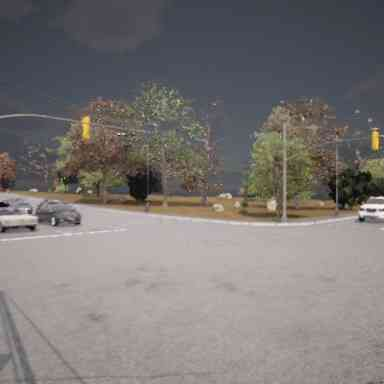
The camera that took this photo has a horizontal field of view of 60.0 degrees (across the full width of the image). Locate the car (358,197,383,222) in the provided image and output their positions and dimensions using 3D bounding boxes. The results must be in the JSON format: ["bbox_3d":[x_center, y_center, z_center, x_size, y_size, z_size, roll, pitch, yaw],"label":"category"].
[{"bbox_3d":[15.827,1.415,27.888,2.150,2.045,5.566,0,0,44],"label":"car"}]

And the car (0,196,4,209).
[{"bbox_3d":[-23.122,1.086,37.783,1.895,1.301,4.718,0,2,-44],"label":"car"}]

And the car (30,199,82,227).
[{"bbox_3d":[-9.564,1.540,23.742,1.837,1.490,4.892,0,0,-44],"label":"car"}]

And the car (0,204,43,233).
[{"bbox_3d":[-11.044,1.631,20.237,1.895,1.301,4.718,0,0,-44],"label":"car"}]

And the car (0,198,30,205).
[{"bbox_3d":[-16.124,1.340,30.528,2.128,1.511,4.902,0,1,-44],"label":"car"}]
